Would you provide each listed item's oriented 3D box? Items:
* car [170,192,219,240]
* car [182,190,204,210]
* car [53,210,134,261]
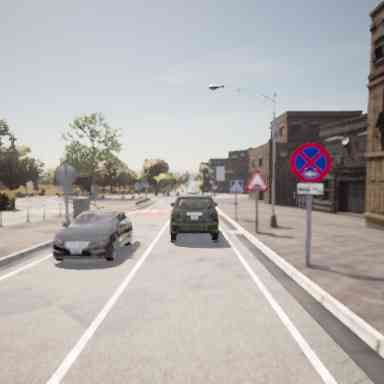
[{"bbox_3d":[0.105,1.119,16.355,2.150,2.045,5.566,0,1,0],"label":"car"},{"bbox_3d":[0.109,0.888,33.515,2.097,1.767,4.553,0,-5,0],"label":"car"},{"bbox_3d":[-3.347,1.428,12.052,2.128,1.511,4.902,0,0,0],"label":"car"}]
